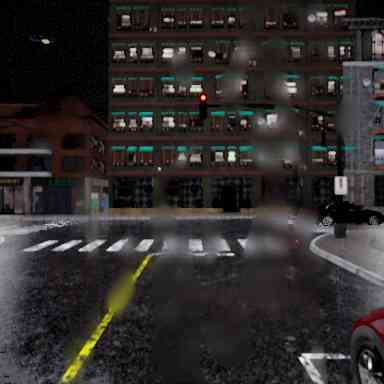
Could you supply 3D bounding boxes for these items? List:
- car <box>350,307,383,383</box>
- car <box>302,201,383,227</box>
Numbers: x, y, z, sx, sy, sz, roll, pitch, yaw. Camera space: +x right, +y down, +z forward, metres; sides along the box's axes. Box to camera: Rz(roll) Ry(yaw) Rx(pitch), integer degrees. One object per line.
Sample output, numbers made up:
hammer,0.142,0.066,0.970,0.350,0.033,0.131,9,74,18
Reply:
car,2.754,1.437,2.165,1.967,1.590,4.097,1,0,0
car,9.347,1.351,20.625,4.892,1.490,1.837,0,-3,-4
